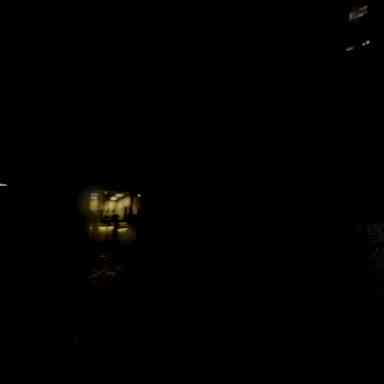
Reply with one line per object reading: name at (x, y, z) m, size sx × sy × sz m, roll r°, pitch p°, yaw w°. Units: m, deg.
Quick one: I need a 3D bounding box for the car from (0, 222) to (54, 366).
car at (-4.000, 1.312, 3.211) m, size 5.009 × 1.841 × 2.192 m, roll 0°, pitch 2°, yaw -35°
